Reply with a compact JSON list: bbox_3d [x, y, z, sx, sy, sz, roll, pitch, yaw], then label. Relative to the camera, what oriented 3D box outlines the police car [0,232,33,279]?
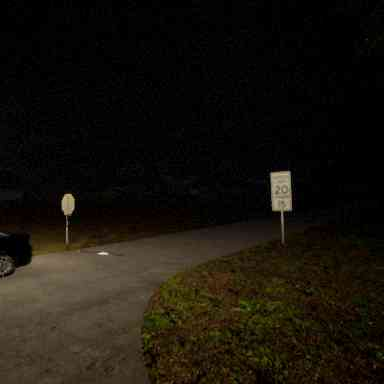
[{"bbox_3d":[-6.649,1.490,8.085,1.930,1.638,5.238,-1,-2,35],"label":"police car"}]
